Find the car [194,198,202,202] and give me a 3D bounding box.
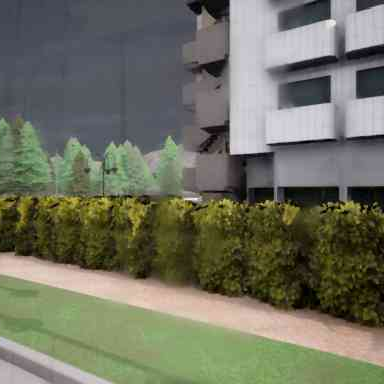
[{"bbox_3d":[1.817,1.547,45.648,2.033,1.411,5.357,0,0,35],"label":"car"}]
